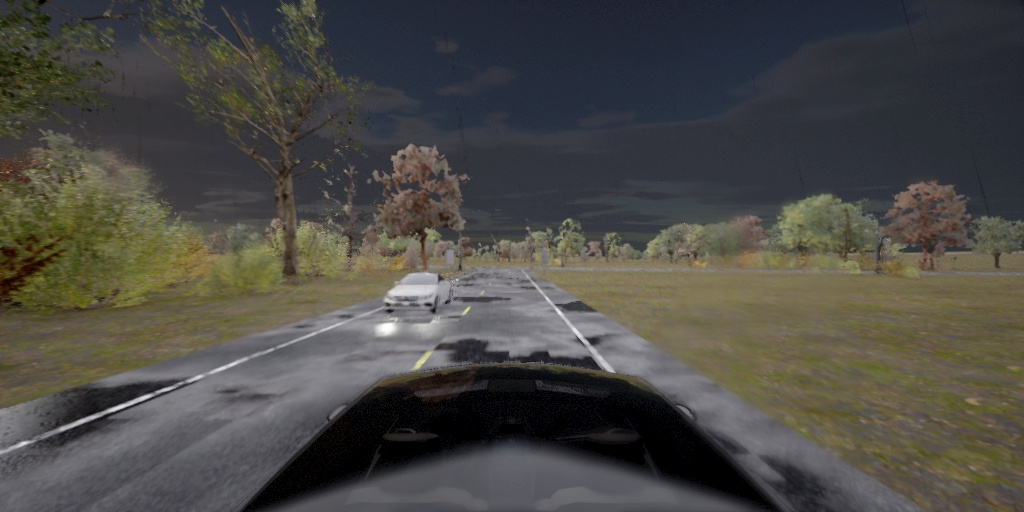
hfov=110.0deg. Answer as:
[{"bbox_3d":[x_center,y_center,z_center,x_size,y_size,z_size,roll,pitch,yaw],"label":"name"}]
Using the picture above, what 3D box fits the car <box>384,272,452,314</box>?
[{"bbox_3d":[-3.594,1.381,14.501,1.812,1.442,4.674,0,-1,0],"label":"car"}]
